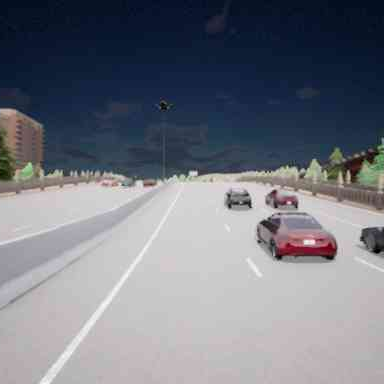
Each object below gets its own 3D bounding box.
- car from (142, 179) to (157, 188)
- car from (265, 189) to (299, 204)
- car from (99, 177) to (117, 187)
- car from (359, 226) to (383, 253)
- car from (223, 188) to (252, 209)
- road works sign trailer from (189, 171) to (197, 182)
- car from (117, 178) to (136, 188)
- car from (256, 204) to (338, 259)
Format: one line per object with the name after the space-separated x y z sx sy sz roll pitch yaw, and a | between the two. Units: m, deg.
-6.873 -1.406 54.282 1.895 1.301 4.718 0 4 1 | car
7.131 0.465 26.581 1.812 1.442 4.674 0 4 1 | car
-13.852 -1.730 55.346 2.097 1.767 4.553 0 4 1 | car
7.046 1.460 9.823 2.033 1.411 5.357 0 2 1 | car
3.632 0.417 26.787 2.128 1.511 4.902 0 4 1 | car
0.351 -4.074 93.232 2.380 3.560 2.880 0 -2 0 | road works sign trailer
-10.369 -1.512 54.420 1.837 1.490 4.892 0 4 1 | car
3.578 1.404 12.043 1.994 1.385 4.181 0 2 1 | car
